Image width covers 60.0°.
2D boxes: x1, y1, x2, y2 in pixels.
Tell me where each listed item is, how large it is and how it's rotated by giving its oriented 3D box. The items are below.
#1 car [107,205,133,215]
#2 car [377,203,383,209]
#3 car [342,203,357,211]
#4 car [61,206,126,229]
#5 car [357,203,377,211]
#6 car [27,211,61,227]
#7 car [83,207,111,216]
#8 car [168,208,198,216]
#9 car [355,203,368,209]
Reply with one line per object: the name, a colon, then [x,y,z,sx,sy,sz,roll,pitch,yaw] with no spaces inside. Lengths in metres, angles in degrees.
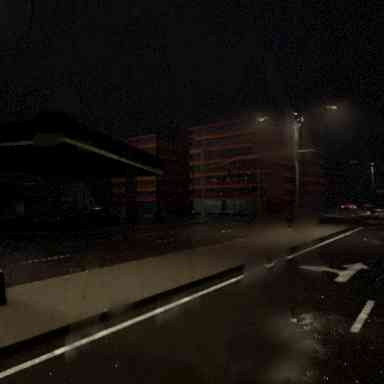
car: [-13.353,3.312,61.566,4.553,1.767,2.097,-2,-2,35]
car: [45.460,3.443,81.575,1.895,1.301,4.718,-2,-2,36]
car: [33.412,3.097,70.856,2.097,1.767,4.553,-2,-2,36]
car: [-8.578,2.254,29.222,2.242,1.667,4.611,-2,-2,36]
car: [36.233,3.176,68.778,2.128,1.511,4.902,-2,-2,36]
car: [-13.682,2.549,31.956,1.970,1.475,3.806,-2,-2,36]
car: [-17.108,3.439,59.779,4.902,1.511,2.128,-2,-2,35]
car: [-1.509,3.193,53.265,4.718,1.301,1.895,-2,-2,35]
car: [42.639,3.479,83.647,2.033,1.411,5.357,-2,-2,36]
